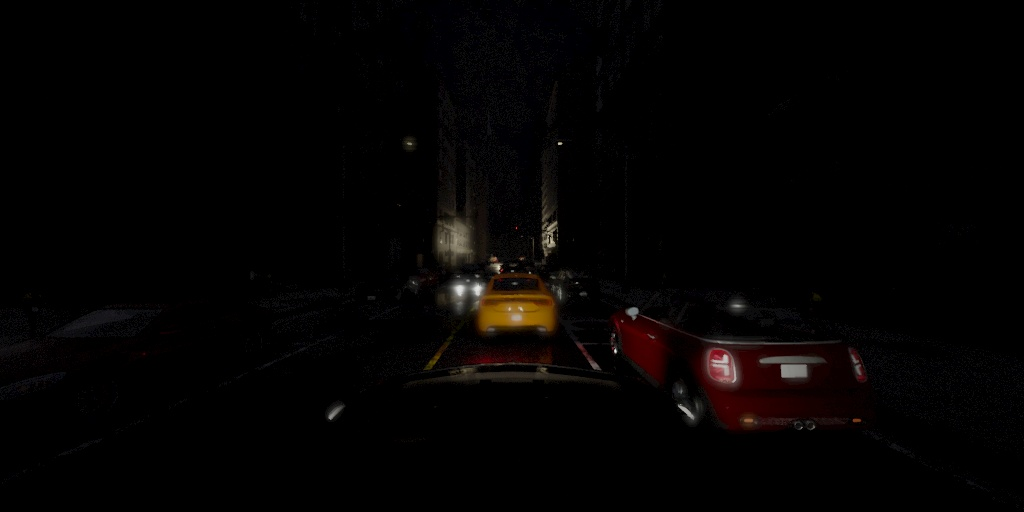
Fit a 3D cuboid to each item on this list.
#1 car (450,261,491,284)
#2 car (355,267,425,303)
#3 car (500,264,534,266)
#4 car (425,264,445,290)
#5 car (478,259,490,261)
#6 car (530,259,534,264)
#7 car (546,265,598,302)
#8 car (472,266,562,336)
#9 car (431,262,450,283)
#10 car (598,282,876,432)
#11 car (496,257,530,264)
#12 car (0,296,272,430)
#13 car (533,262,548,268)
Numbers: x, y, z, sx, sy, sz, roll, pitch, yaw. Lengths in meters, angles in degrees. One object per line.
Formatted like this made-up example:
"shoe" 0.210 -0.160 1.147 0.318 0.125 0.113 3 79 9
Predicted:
"car" -2.964 1.297 26.867 2.033 1.411 5.357 0 0 1
"car" -5.638 1.315 16.593 1.948 1.339 4.313 0 0 0
"car" 0.137 1.313 19.449 1.994 1.385 4.181 0 0 0
"car" -5.627 1.331 22.094 1.802 1.307 4.207 0 0 0
"car" -5.502 1.367 64.697 1.802 1.307 4.207 0 0 0
"car" 3.023 1.225 64.666 1.967 1.591 4.097 0 0 0
"car" 2.887 1.299 16.575 2.007 1.370 4.403 0 0 0
"car" 0.115 1.227 10.460 1.882 1.535 5.008 0 0 0
"car" -5.615 1.190 27.595 1.967 1.591 4.097 0 0 0
"car" 2.865 1.189 5.572 1.967 1.591 4.097 0 0 0
"car" 0.085 1.102 28.181 2.097 1.767 4.553 0 0 1
"car" -5.661 1.332 5.590 1.802 1.307 4.207 0 0 0
"car" 2.910 1.315 27.577 1.948 1.339 4.313 0 0 0
